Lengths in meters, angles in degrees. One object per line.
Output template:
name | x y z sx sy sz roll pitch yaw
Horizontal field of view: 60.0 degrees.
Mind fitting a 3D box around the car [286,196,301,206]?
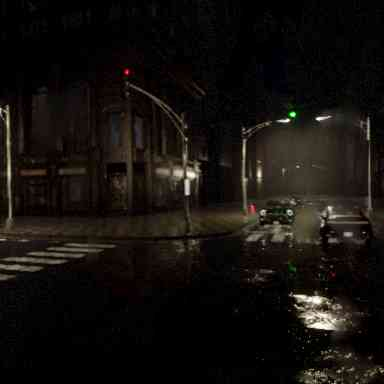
car | 14.804 1.296 48.440 1.994 1.385 4.181 -1 0 19

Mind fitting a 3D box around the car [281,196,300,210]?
car | 11.638 1.283 39.123 1.837 1.490 4.892 -1 0 19

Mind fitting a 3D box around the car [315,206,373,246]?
car | 6.589 1.349 14.653 2.128 1.511 4.902 -1 0 19

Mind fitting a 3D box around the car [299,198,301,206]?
car | 8.510 1.319 30.124 2.128 1.511 4.902 -1 0 19

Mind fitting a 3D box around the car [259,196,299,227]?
car | 5.675 1.226 21.818 2.097 1.767 4.553 -1 0 18
